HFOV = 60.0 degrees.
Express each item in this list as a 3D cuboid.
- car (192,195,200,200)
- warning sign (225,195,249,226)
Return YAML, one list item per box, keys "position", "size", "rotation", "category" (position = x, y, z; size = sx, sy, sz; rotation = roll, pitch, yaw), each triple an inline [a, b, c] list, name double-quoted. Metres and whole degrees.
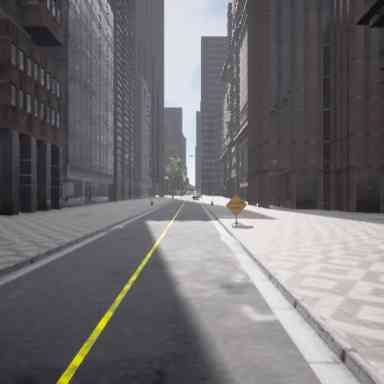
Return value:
- position: [1.050, 1.572, 90.315]
  size: [1.812, 1.442, 4.674]
  rotation: [0, 0, 0]
  category: "car"
- position: [2.712, 1.091, 20.321]
  size: [1.300, 1.860, 1.060]
  rotation: [0, 0, 0]
  category: "warning sign"
